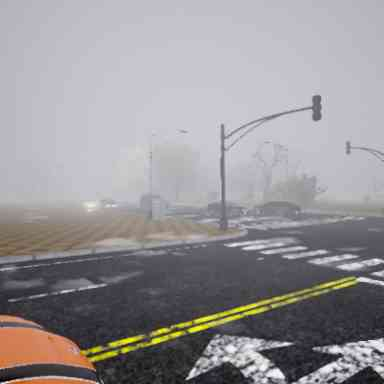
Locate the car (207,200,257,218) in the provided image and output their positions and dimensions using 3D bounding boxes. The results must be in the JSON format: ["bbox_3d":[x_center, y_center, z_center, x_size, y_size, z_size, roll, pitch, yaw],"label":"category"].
[{"bbox_3d":[3.328,1.550,31.062,2.128,1.511,4.902,-1,0,-33],"label":"car"}]

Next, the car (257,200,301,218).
[{"bbox_3d":[7.729,1.510,30.627,1.837,1.490,4.892,0,0,-33],"label":"car"}]

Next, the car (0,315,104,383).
[{"bbox_3d":[-2.640,1.352,1.556,4.553,1.767,2.097,0,0,-36],"label":"car"}]

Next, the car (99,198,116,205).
[{"bbox_3d":[-15.101,1.696,59.619,1.994,1.385,4.181,-1,1,-33],"label":"car"}]

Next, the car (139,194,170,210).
[{"bbox_3d":[-5.074,1.292,43.997,2.150,2.045,5.566,-1,1,-33],"label":"car"}]
